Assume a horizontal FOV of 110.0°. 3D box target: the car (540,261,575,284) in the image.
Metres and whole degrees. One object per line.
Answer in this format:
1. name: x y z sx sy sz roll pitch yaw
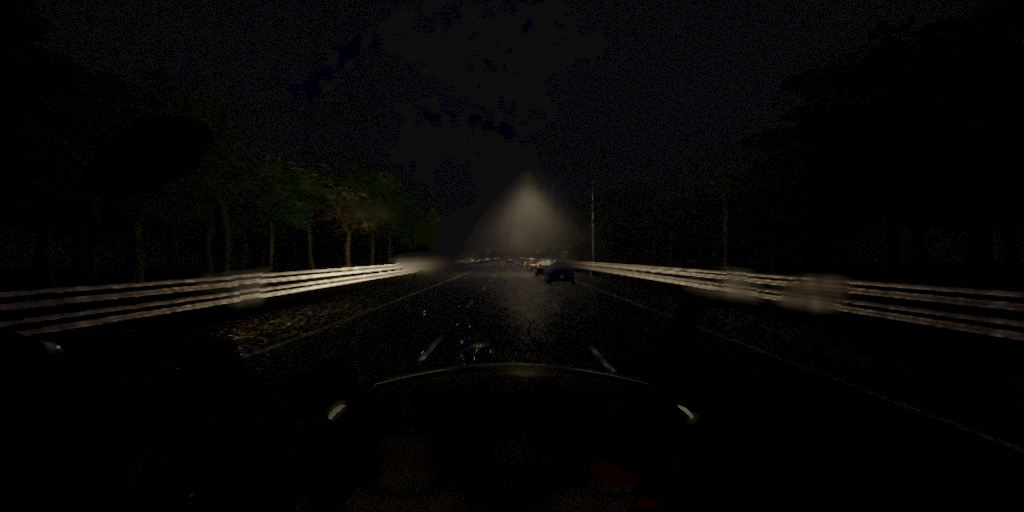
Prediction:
1. car: 3.468 1.262 27.103 1.882 1.535 5.008 0 0 0

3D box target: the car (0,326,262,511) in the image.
1. car: -3.401 0.971 0.944 2.150 2.045 5.566 0 0 0

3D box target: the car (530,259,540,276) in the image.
1. car: 3.395 1.304 38.133 2.163 1.488 4.792 0 0 0

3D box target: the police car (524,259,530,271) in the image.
1. police car: 3.256 1.316 49.305 2.038 1.542 4.974 0 0 -3
